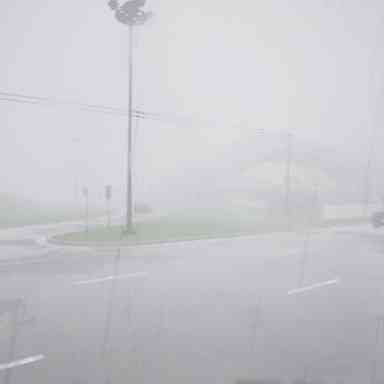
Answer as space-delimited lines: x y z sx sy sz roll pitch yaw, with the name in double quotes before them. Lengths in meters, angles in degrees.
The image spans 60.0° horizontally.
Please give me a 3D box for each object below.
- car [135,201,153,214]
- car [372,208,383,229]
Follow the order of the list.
"car" -5.339 1.678 37.223 1.812 1.442 4.674 1 0 -4
"car" 14.064 1.694 22.378 5.008 1.535 1.882 1 0 -36
